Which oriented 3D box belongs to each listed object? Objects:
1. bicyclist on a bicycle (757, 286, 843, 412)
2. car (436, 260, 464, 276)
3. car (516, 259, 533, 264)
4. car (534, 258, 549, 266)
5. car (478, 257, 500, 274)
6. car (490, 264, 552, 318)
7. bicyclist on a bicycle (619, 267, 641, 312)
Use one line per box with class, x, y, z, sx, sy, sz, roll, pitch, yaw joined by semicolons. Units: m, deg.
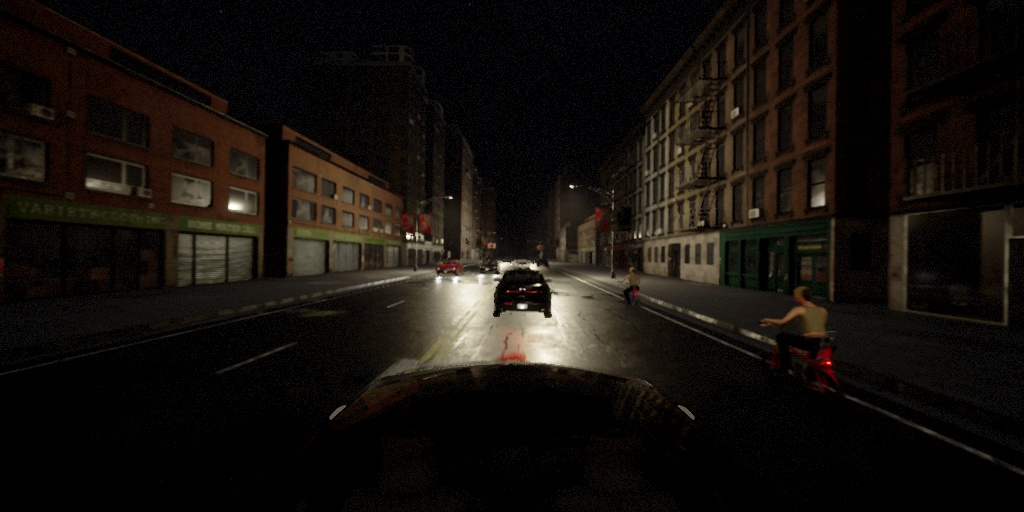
bicyclist on a bicycle;4.159;1.236;5.221;0.866;1.612;1.509;1;0;2
car;-5.715;1.088;33.544;1.812;1.442;4.674;1;0;2
car;1.358;1.218;46.124;1.895;1.301;4.718;1;0;2
car;4.977;1.128;58.955;1.837;1.490;4.892;1;1;2
car;-2.340;1.101;37.571;1.837;1.490;4.892;1;0;2
car;0.380;1.226;12.965;1.837;1.490;4.892;1;0;2
bicyclist on a bicycle;4.474;1.215;13.489;0.866;1.612;1.509;1;0;1
